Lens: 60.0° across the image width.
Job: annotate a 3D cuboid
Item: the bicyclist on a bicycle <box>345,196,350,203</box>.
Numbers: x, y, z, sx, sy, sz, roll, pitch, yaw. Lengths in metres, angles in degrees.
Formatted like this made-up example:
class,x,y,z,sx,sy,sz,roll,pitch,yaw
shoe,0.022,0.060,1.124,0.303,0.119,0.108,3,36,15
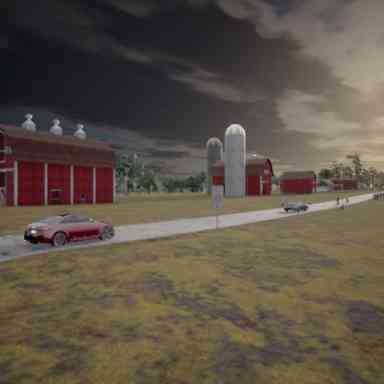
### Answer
class,x,y,z,sx,sy,sz,roll,pitch,yaw
bicyclist on a bicycle,32.531,1.587,69.621,0.866,1.612,1.509,0,1,35

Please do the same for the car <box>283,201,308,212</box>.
class,x,y,z,sx,sy,sz,roll,pitch,yaw
car,13.873,1.898,44.274,2.033,1.411,5.357,0,0,35

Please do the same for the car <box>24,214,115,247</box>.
class,x,y,z,sx,sy,sz,roll,pitch,yaw
car,-5.764,1.741,16.101,1.994,1.385,4.181,0,-1,33

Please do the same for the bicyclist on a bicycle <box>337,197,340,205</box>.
class,x,y,z,sx,sy,sz,roll,pitch,yaw
bicyclist on a bicycle,27.364,1.698,62.260,0.582,1.620,1.656,0,0,35
